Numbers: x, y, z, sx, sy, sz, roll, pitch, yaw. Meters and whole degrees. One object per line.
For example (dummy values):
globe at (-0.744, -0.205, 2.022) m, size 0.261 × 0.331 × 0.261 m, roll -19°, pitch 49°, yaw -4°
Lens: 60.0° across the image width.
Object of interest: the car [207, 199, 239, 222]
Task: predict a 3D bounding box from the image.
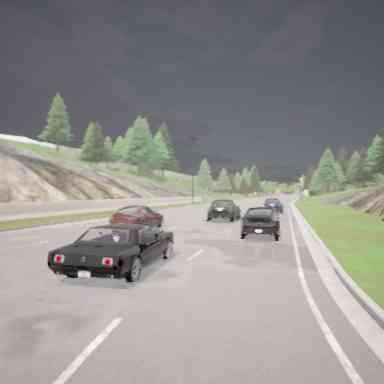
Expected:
car at (2.658, 1.380, 27.122) m, size 2.097 × 1.767 × 4.553 m, roll 1°, pitch 0°, yaw 15°

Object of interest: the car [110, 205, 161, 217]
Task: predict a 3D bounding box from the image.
car at (-3.132, 1.489, 19.200) m, size 1.812 × 1.442 × 4.674 m, roll 1°, pitch 0°, yaw 15°

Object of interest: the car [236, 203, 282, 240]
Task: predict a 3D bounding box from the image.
car at (3.679, 1.545, 17.585) m, size 1.837 × 1.490 × 4.892 m, roll 1°, pitch 0°, yaw 15°

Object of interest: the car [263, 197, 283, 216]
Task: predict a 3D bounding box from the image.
car at (8.874, 1.450, 36.484) m, size 2.097 × 1.767 × 4.553 m, roll 1°, pitch 0°, yaw 15°

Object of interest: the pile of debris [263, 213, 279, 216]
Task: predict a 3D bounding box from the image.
pile of debris at (7.958, 2.263, 33.595) m, size 1.500 × 0.140 × 1.860 m, roll 1°, pitch 0°, yaw 16°

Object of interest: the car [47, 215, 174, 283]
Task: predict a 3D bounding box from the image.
car at (-1.954, 1.578, 9.700) m, size 1.895 × 1.301 × 4.718 m, roll 1°, pitch 0°, yaw 13°
